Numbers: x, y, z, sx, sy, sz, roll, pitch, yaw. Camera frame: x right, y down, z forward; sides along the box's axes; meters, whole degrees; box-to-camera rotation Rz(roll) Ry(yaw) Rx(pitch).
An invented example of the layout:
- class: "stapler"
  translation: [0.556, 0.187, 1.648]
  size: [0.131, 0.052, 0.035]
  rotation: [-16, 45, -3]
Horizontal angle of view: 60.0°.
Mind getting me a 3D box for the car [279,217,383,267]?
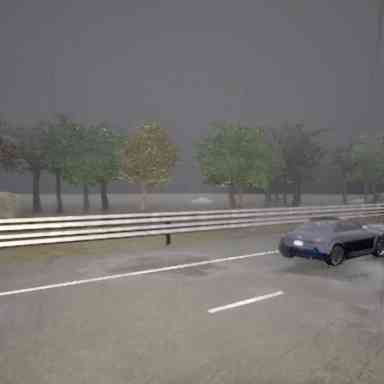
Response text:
- class: "car"
  translation: [4.972, 1.576, 11.593]
  size: [4.181, 1.385, 1.994]
  rotation: [0, 0, -35]
